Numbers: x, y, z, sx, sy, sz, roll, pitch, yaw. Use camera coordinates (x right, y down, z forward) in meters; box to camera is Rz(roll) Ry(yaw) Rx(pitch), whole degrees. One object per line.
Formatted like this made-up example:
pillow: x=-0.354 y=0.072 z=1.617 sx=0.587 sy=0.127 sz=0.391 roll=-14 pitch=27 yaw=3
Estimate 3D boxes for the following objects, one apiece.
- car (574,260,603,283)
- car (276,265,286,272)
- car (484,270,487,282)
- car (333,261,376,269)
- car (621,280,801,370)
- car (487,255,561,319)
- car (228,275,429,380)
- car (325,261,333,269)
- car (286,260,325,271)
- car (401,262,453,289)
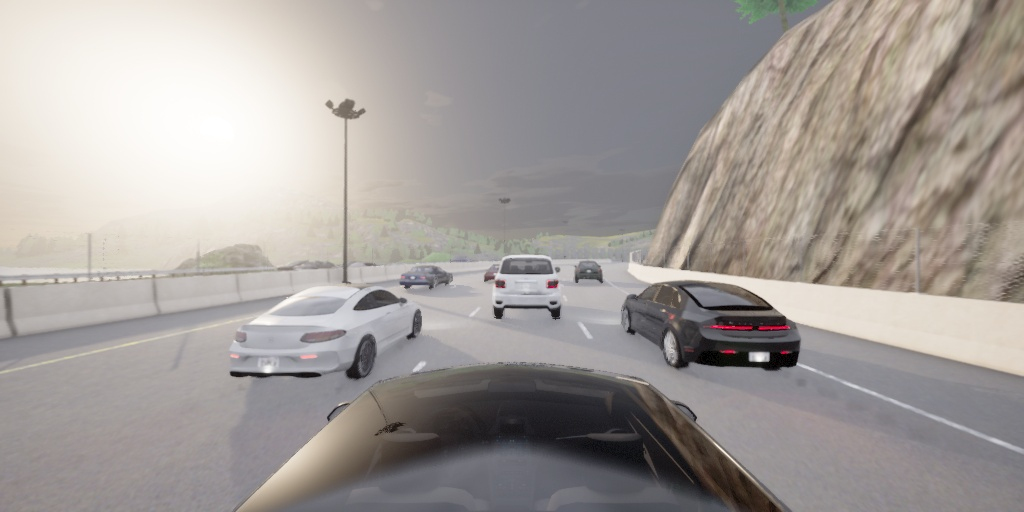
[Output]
car: x=6.116 y=1.161 z=28.968 sx=2.097 sy=1.767 sz=4.553 roll=0 pitch=0 yaw=9
car: x=-23.966 y=1.230 z=40.330 sx=1.882 sy=1.535 sz=5.008 roll=0 pitch=0 yaw=12
car: x=-0.933 y=1.356 z=29.259 sx=1.994 sy=1.385 sz=4.181 roll=0 pitch=0 yaw=9
car: x=-14.475 y=1.292 z=34.174 sx=1.812 sy=1.442 sz=4.674 roll=0 pitch=0 yaw=11
car: x=3.809 y=1.274 z=7.814 sx=1.837 sy=1.490 sz=4.892 roll=0 pitch=0 yaw=2
car: x=0.603 y=0.991 z=13.180 sx=2.150 sy=2.045 sz=5.566 roll=0 pitch=0 yaw=4
car: x=-3.229 y=1.276 z=7.152 sx=1.812 sy=1.442 sz=4.674 roll=0 pitch=0 yaw=2
car: x=-17.223 y=1.271 z=38.402 sx=1.837 sy=1.490 sz=4.892 roll=0 pitch=0 yaw=12
car: x=-20.859 y=1.248 z=38.038 sx=2.128 sy=1.511 sz=4.902 roll=0 pitch=0 yaw=11
car: x=-5.416 y=1.318 z=23.216 sx=2.033 sy=1.411 sz=5.357 roll=0 pitch=0 yaw=7
